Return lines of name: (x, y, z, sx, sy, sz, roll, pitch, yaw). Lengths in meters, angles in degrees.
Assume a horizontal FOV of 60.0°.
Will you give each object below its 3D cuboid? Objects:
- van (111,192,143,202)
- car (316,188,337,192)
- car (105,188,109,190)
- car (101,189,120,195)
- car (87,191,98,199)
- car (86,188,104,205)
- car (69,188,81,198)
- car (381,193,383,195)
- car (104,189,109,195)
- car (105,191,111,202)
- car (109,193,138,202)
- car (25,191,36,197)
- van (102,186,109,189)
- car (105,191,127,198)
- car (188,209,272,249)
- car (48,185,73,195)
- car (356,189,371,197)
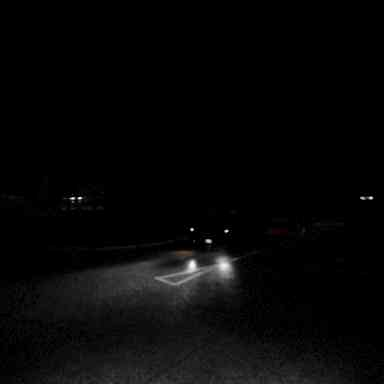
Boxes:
van: (-9.714, 0.962, 50.818, 4.442, 1.987, 1.878, -1, 2, -18)
car: (30.045, -0.357, 74.465, 1.895, 1.301, 4.718, -1, 2, -18)
car: (-14.604, 0.576, 66.731, 4.553, 1.767, 2.185, -1, 2, -18)
car: (-22.156, 0.018, 90.537, 4.792, 1.488, 2.163, -1, 2, -18)
car: (-21.287, 0.631, 70.885, 2.128, 1.511, 4.902, -1, 2, -18)
car: (-15.343, 0.897, 52.211, 2.150, 2.045, 5.566, -1, 2, -16)
car: (-26.139, 0.476, 75.431, 1.837, 1.490, 4.892, -1, 2, -18)
car: (31.537, 0.123, 53.532, 2.128, 1.511, 4.902, -1, 1, 30)
car: (-13.789, 0.782, 64.082, 5.008, 1.535, 2.097, -1, 2, -18)
car: (-11.457, 1.023, 56.093, 5.366, 1.575, 1.946, -1, 2, -18)
car: (-12.090, 0.972, 58.803, 4.792, 1.488, 2.163, -1, 2, -18)
car: (-37.996, 0.452, 78.113, 2.033, 1.411, 5.357, -1, 2, -18)
van: (-17.879, 0.157, 77.333, 4.442, 1.987, 1.878, -1, 2, -18)
car: (-17.154, 0.503, 74.661, 4.674, 1.452, 2.002, -1, 2, -18)
car: (1.742, 1.425, 14.062, 1.895, 1.301, 4.718, -2, 1, 32)
car: (-35.255, -0.173, 88.376, 5.566, 2.045, 2.435, -1, 2, -18)
car: (30.050, 0.128, 58.654, 1.994, 1.385, 4.181, -1, 2, 10)
